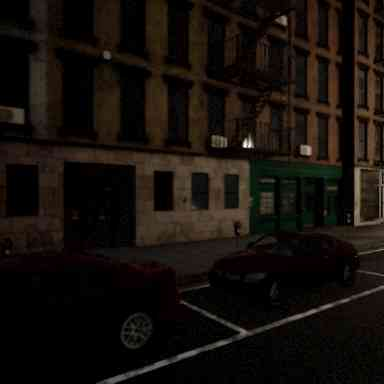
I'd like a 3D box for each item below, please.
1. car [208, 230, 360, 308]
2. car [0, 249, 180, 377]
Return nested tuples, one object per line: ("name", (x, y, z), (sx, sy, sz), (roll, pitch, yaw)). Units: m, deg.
("car", (2.327, 1.586, 7.854), (4.206, 1.307, 1.802), (0, 0, -36))
("car", (-2.294, 1.545, 4.553), (4.507, 1.381, 1.887), (0, 0, -36))
